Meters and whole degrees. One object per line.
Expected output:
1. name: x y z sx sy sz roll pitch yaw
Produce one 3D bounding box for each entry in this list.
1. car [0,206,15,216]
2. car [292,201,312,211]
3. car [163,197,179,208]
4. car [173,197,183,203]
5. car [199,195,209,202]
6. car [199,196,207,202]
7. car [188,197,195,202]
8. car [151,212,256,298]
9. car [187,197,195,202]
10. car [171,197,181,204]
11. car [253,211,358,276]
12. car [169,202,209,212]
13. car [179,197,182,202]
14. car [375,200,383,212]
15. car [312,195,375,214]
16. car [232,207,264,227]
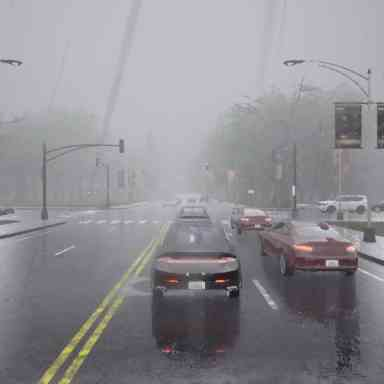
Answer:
1. car: -19.326 1.553 30.557 5.357 1.411 2.033 0 0 -1
2. car: 14.784 1.772 40.829 4.718 1.301 1.895 0 0 0
3. car: -3.448 1.760 52.051 1.895 1.301 4.718 0 0 0
4. car: -3.416 1.946 81.791 2.033 1.411 5.357 0 -1 0
5. car: 3.083 1.642 82.614 2.150 2.045 5.566 0 -1 0
6. car: 3.061 1.952 93.002 2.033 1.411 5.357 0 -1 0
7. car: -0.189 1.965 92.995 1.994 1.385 4.181 0 -1 0
8. car: 0.083 1.496 8.498 2.128 1.511 4.902 0 0 0
9. car: -0.166 1.893 82.541 1.882 1.535 5.008 0 -1 0
10. car: -3.395 1.850 71.314 1.994 1.385 4.181 0 -1 0
11. car: 3.326 1.533 10.219 1.812 1.442 4.674 0 0 0
12. car: 0.065 1.517 17.906 2.128 1.511 4.902 0 0 0
13. car: -3.440 1.705 61.404 2.128 1.511 4.902 0 0 0
14. car: 23.915 1.695 40.919 5.008 1.535 1.882 0 0 0
15. car: 17.031 1.399 37.607 5.566 2.045 2.150 0 0 -1
16. car: 3.322 1.555 19.027 1.812 1.442 4.674 0 0 1
